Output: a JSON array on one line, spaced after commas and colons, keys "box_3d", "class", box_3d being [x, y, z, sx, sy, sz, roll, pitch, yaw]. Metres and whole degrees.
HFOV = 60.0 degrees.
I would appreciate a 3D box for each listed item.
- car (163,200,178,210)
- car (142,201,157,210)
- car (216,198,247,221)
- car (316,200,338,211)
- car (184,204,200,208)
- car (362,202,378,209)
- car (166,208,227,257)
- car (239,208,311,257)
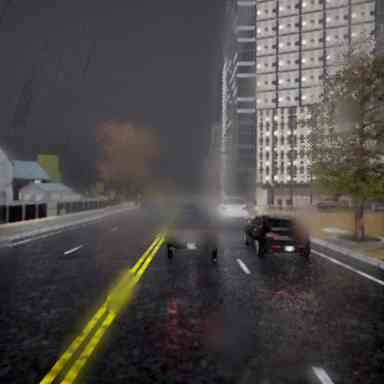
[{"box_3d": [-3.273, 2.012, 50.510, 1.837, 1.490, 4.892, 0, -1, 0], "class": "car"}, {"box_3d": [-6.512, 2.062, 51.448, 2.033, 1.411, 5.357, 0, -1, 0], "class": "car"}, {"box_3d": [3.259, 1.491, 27.566, 2.150, 2.045, 5.566, 0, 0, 0], "class": "car"}, {"box_3d": [23.006, 2.193, 54.489, 5.009, 1.841, 2.192, 0, 1, 20], "class": "car"}, {"box_3d": [0.022, 1.805, 28.906, 1.812, 1.442, 4.674, 0, 0, 1], "class": "car"}, {"box_3d": [31.039, 2.326, 59.943, 4.403, 1.369, 2.008, 0, 1, 20], "class": "car"}, {"box_3d": [0.020, 1.621, 13.503, 2.128, 1.511, 4.902, 0, 0, 0], "class": "car"}, {"box_3d": [3.270, 1.635, 13.491, 1.837, 1.490, 4.892, 0, 0, 0], "class": "car"}]
